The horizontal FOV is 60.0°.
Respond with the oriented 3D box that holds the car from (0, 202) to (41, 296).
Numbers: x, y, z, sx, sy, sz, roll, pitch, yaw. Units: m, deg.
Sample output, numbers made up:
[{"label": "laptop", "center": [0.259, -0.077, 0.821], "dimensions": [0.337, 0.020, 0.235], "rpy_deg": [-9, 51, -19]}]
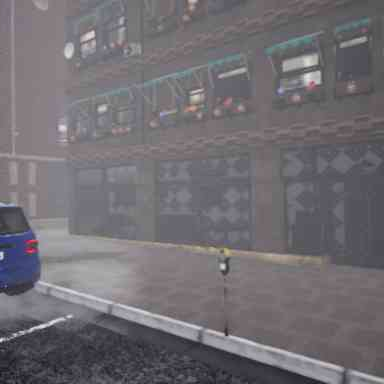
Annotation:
[{"label": "car", "center": [-5.626, 1.221, 7.389], "dimensions": [5.566, 2.045, 2.150], "rpy_deg": [0, 0, 35]}]
